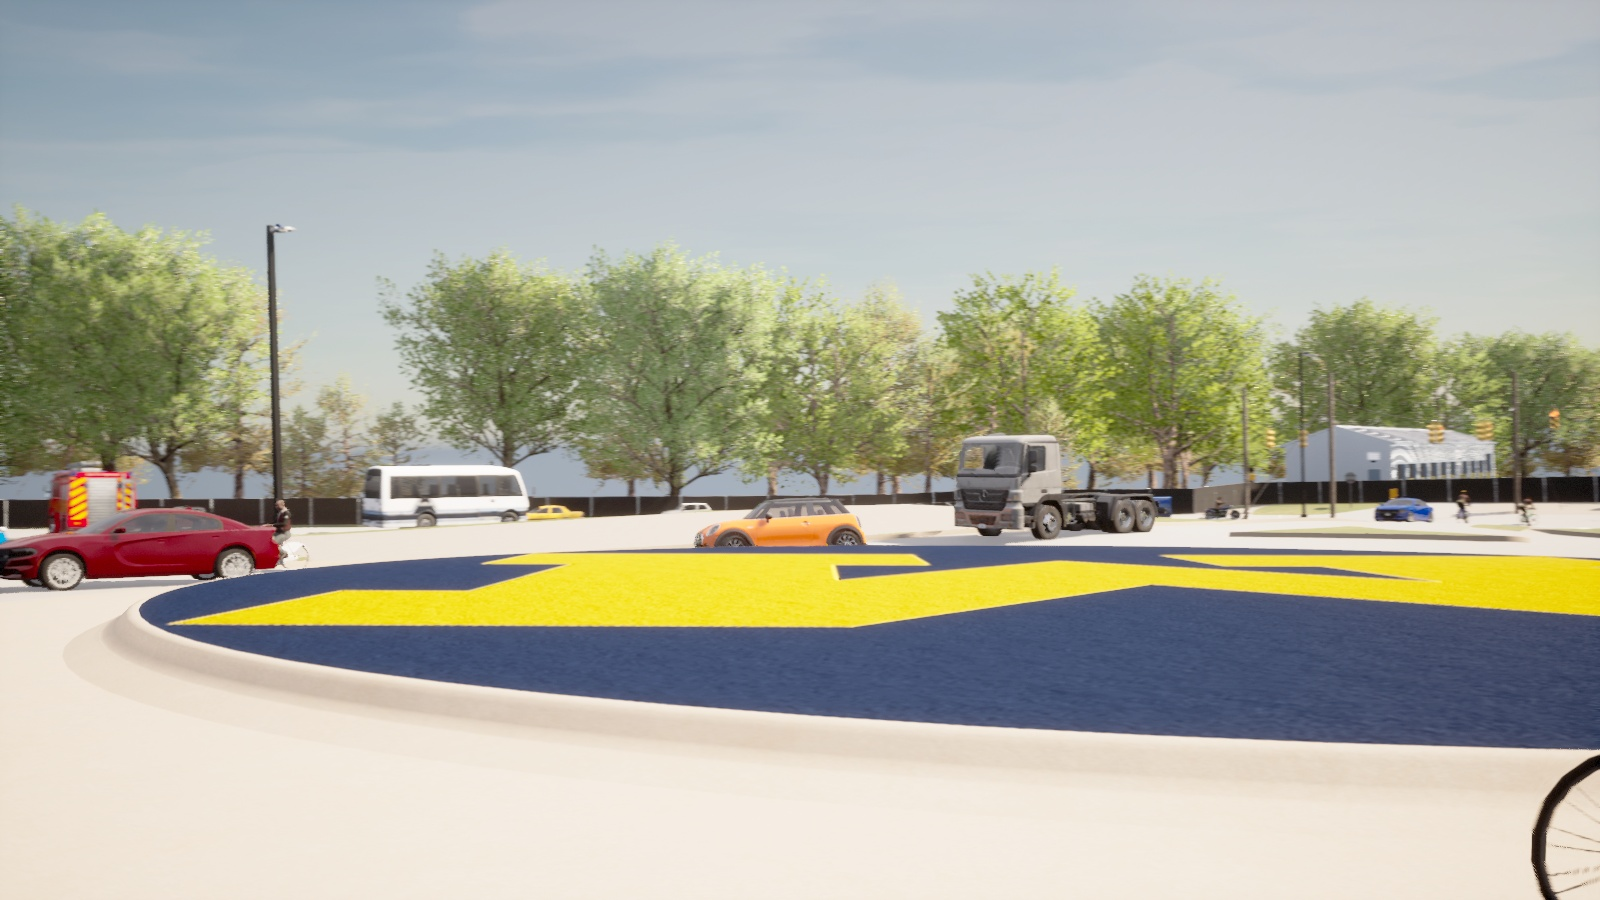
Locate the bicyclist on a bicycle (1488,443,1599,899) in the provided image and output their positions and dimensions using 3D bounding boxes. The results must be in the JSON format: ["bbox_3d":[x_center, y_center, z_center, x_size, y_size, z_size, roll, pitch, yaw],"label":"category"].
[{"bbox_3d":[3.048,0.805,3.724,1.656,1.620,0.582,1,-1,11],"label":"bicyclist on a bicycle"}]

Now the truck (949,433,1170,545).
[{"bbox_3d":[8.894,1.209,42.441,7.936,3.462,2.891,0,0,-38],"label":"truck"}]

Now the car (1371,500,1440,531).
[{"bbox_3d":[33.739,3.656,69.945,5.008,1.535,1.882,6,-6,-45],"label":"car"}]

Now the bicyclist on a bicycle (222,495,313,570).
[{"bbox_3d":[-12.852,1.995,30.359,1.843,1.776,0.659,4,-4,-44],"label":"bicyclist on a bicycle"}]

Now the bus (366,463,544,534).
[{"bbox_3d":[-21.983,2.990,80.450,10.273,4.253,3.944,1,0,-40],"label":"bus"}]

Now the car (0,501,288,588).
[{"bbox_3d":[-12.969,1.798,24.693,5.008,1.535,1.882,3,-4,-43],"label":"car"}]

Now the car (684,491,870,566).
[{"bbox_3d":[-0.648,2.111,33.548,4.553,1.767,2.097,-1,-6,-14],"label":"car"}]

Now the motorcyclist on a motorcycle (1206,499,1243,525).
[{"bbox_3d":[28.360,4.122,83.916,2.350,1.649,0.766,0,1,20],"label":"motorcyclist on a motorcycle"}]

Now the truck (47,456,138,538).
[{"bbox_3d":[-35.343,2.342,62.548,2.891,3.827,8.468,1,-3,-36],"label":"truck"}]

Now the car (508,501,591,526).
[{"bbox_3d":[-17.150,4.342,85.936,5.366,1.575,1.801,0,0,-20],"label":"car"}]

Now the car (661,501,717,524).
[{"bbox_3d":[-7.788,4.366,87.706,3.806,1.475,1.970,0,0,-8],"label":"car"}]
